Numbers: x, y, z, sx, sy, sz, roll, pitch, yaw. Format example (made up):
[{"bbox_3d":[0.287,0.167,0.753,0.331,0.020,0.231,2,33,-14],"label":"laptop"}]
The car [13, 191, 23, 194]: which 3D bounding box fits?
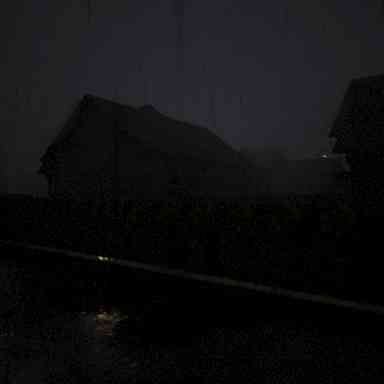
[{"bbox_3d":[-37.891,0.742,73.231,3.866,1.878,1.905,0,0,35],"label":"car"}]
